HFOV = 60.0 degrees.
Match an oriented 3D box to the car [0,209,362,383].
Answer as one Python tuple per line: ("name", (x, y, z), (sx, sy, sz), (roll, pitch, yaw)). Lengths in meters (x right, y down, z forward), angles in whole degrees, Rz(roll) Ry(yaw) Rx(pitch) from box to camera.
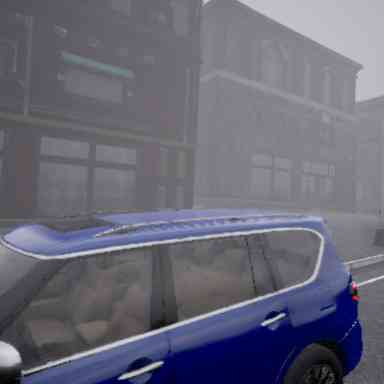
("car", (-0.802, 1.221, 2.804), (5.566, 2.045, 2.150), (0, 0, -35))
